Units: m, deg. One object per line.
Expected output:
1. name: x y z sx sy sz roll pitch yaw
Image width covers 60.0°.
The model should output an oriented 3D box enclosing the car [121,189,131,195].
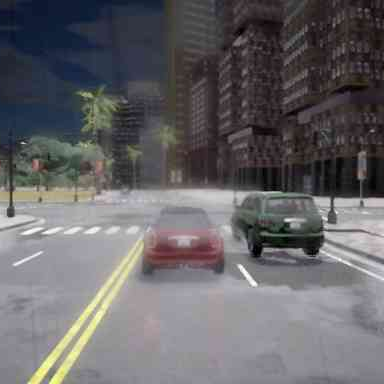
1. car: -14.636 -0.019 73.489 1.812 1.442 4.674 0 2 -11

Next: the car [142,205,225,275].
1. car: -0.276 1.215 10.158 2.097 1.767 4.553 0 1 -2

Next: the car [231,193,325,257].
1. car: 2.895 1.051 12.363 2.150 2.045 5.566 0 0 -3
